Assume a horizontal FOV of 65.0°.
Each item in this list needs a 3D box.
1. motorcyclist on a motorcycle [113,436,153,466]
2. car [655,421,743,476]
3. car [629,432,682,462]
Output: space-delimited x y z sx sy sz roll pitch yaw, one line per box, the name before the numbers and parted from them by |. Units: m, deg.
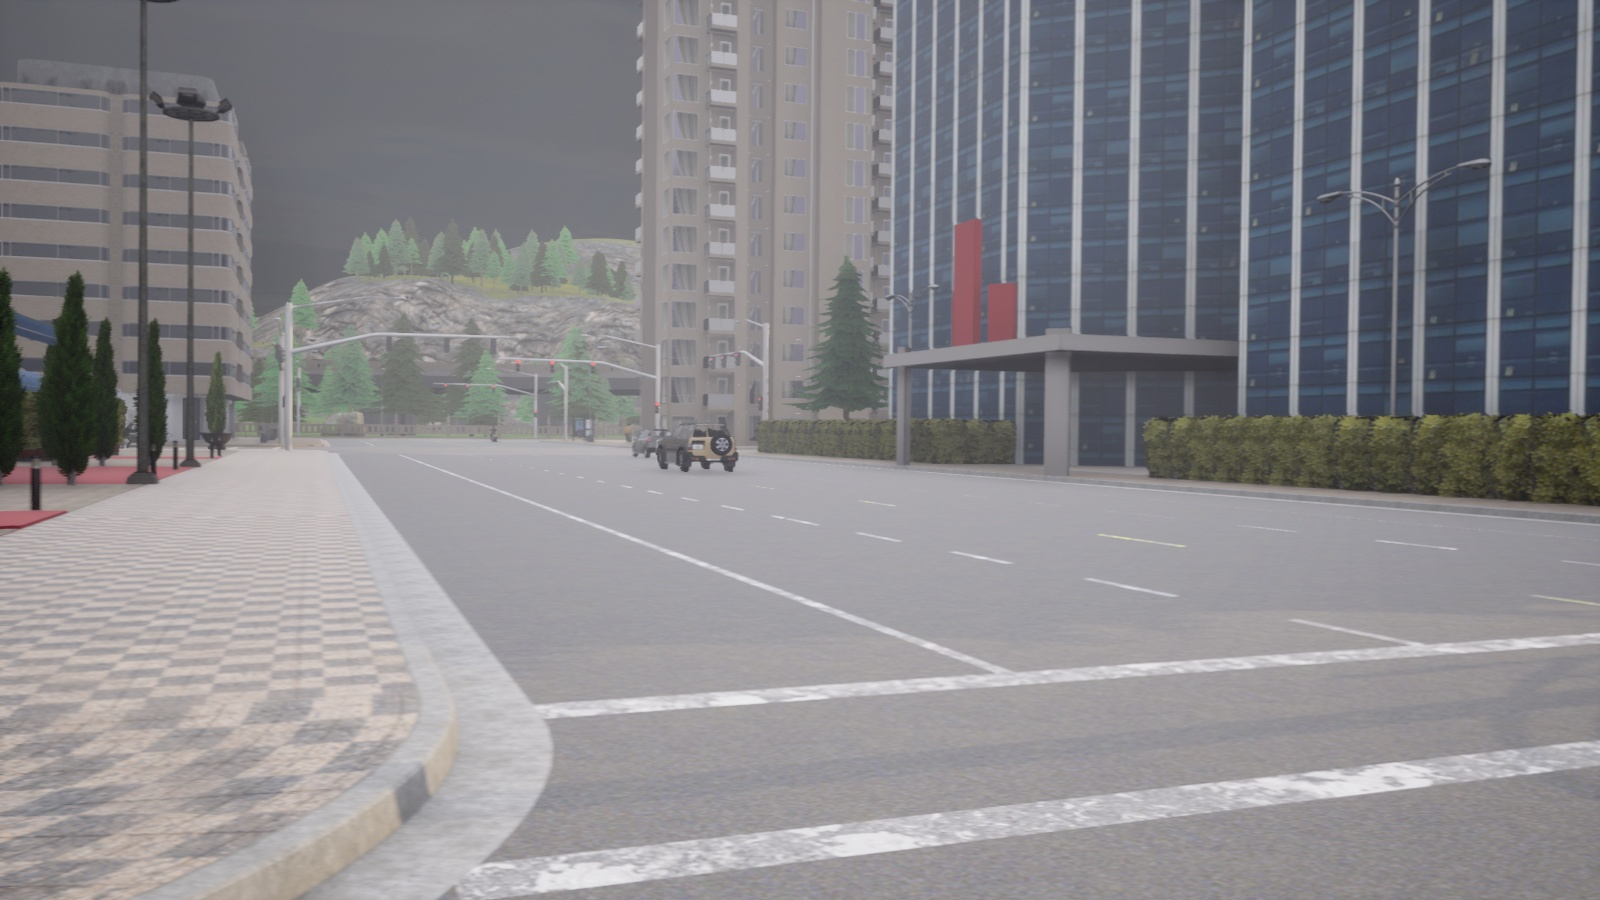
motorcyclist on a motorcycle | -36.716 0.023 69.133 1.817 1.590 0.866 -2 1 -21
car | -3.742 -0.086 45.565 1.932 1.855 4.605 -1 1 -21
car | -7.478 -0.163 64.912 1.845 1.501 3.633 -1 1 -21
